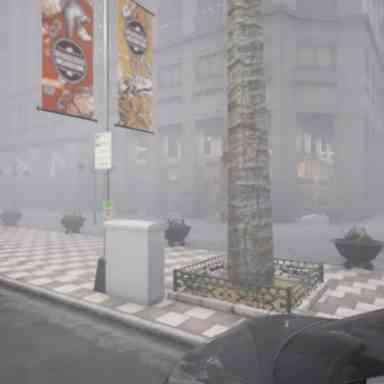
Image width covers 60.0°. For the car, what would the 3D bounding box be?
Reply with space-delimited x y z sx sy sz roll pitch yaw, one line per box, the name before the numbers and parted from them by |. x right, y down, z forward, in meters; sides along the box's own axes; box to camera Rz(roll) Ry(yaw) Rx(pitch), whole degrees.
car | 1.956 1.514 2.092 4.786 1.482 2.161 0 0 35
